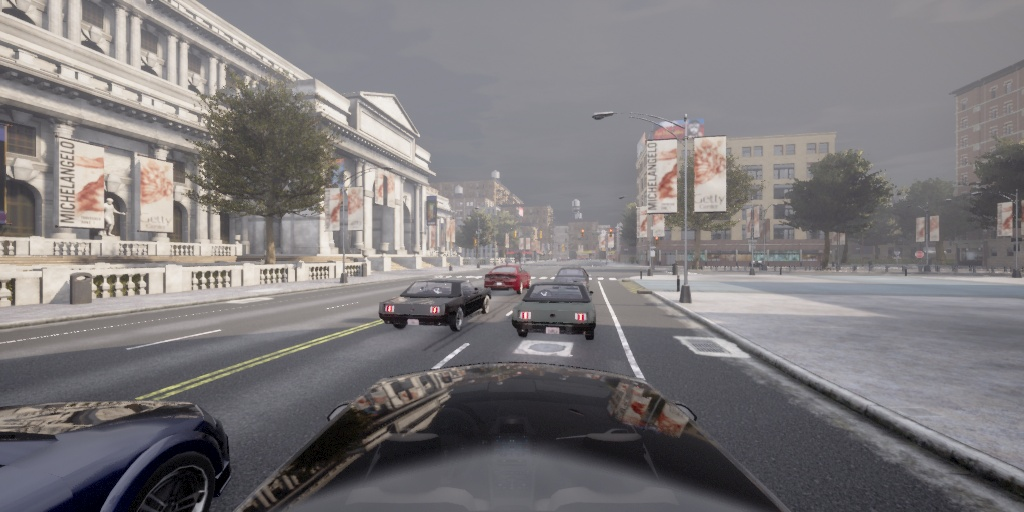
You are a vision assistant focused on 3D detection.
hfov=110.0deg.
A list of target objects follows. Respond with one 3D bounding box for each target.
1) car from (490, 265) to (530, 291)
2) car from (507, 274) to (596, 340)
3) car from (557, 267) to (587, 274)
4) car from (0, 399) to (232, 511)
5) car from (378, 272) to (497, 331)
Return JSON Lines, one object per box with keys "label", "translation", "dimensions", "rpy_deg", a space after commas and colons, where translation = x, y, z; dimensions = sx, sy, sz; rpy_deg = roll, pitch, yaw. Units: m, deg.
{"label": "car", "translation": [-0.133, 1.228, 20.209], "dimensions": [1.882, 1.535, 5.008], "rpy_deg": [0, 0, 12]}
{"label": "car", "translation": [1.325, 1.351, 10.048], "dimensions": [1.895, 1.301, 4.718], "rpy_deg": [0, 0, 11]}
{"label": "car", "translation": [3.260, 1.297, 19.398], "dimensions": [2.033, 1.411, 5.357], "rpy_deg": [0, 0, 12]}
{"label": "car", "translation": [-3.157, 1.314, 1.070], "dimensions": [1.994, 1.385, 4.181], "rpy_deg": [0, 0, -2]}
{"label": "car", "translation": [-2.019, 1.351, 11.058], "dimensions": [1.895, 1.301, 4.718], "rpy_deg": [0, 0, 11]}
